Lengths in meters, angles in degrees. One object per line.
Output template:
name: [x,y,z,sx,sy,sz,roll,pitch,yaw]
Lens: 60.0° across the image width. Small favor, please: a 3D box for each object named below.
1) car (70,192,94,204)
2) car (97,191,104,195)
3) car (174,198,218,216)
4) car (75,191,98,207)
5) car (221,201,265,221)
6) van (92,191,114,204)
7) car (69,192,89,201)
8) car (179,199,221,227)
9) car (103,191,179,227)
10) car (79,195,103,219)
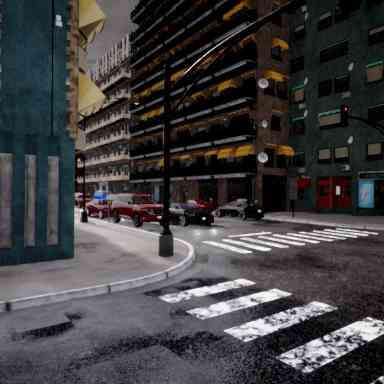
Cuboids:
car: [-15.652,0.823,47.192,1.882,1.535,5.008,1,0,-36]
car: [-6.054,0.971,28.557,2.097,1.767,4.553,1,0,-36]
car: [0.287,1.289,29.681,1.802,1.307,4.206,2,0,-36]
car: [-12.085,0.948,36.906,1.882,1.535,5.008,1,0,-36]
car: [3.553,1.353,25.168,1.947,1.339,4.313,2,0,-36]
van: [-12.769,0.727,47.735,1.690,1.788,3.998,2,0,-36]
car: [-19.304,0.769,56.760,1.887,1.381,4.507,2,0,-36]
car: [-0.473,1.321,20.833,1.994,1.385,4.181,1,0,-36]
car: [-3.252,1.034,20.288,2.192,1.841,5.009,2,0,-36]
car: [-6.524,1.183,24.801,1.887,1.381,4.507,2,0,-36]
